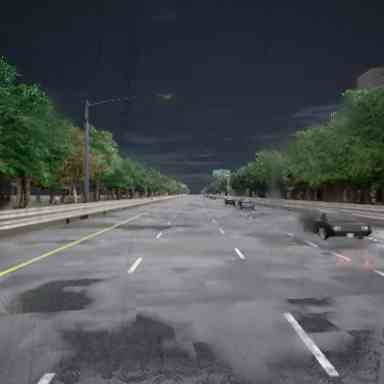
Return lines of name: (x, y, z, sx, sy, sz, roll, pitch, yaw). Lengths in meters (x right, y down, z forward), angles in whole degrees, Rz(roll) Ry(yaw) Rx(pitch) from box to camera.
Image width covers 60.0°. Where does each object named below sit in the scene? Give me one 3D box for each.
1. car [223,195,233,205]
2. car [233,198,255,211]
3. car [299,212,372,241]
car: (7.209, 1.763, 64.552, 1.882, 1.535, 5.008, 0, 0, 0)
car: (7.094, 1.664, 44.228, 2.128, 1.511, 4.902, 0, 0, 0)
car: (7.009, 1.643, 16.934, 1.895, 1.301, 4.718, 0, 0, 0)
